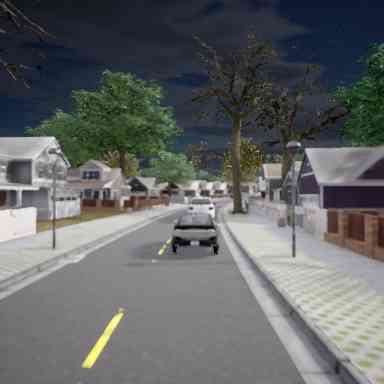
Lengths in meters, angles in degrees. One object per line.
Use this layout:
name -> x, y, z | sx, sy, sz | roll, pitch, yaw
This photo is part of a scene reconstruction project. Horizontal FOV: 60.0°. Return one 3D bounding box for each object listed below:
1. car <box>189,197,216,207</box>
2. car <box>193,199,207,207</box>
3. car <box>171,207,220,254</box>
car -> 0.867, 1.478, 28.890 | 2.150, 2.045, 5.566 | 0, 0, 4
car -> 1.509, 2.065, 61.580 | 1.895, 1.301, 4.718 | 0, 0, 8
car -> 0.178, 1.627, 14.236 | 2.128, 1.511, 4.902 | 0, 0, 2
